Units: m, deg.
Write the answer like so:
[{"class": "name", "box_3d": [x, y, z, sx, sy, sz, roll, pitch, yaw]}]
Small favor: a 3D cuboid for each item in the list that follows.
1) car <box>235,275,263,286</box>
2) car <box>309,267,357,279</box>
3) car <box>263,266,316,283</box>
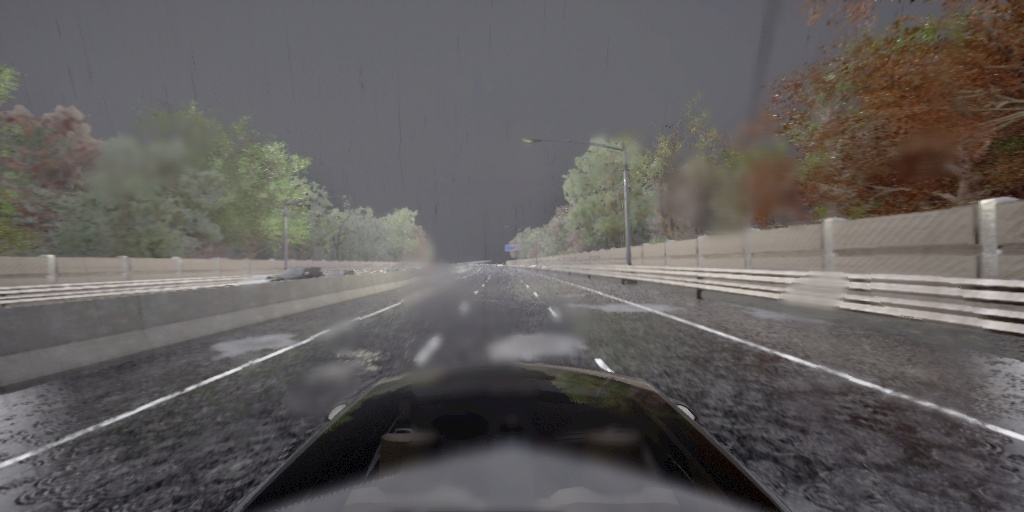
[{"class": "car", "box_3d": [-21.790, 2.364, 31.145, 1.812, 1.442, 4.674, -2, -1, -2]}, {"class": "car", "box_3d": [-14.771, 1.958, 30.519, 2.097, 1.767, 4.553, -2, -1, -2]}, {"class": "car", "box_3d": [-18.293, 1.945, 30.856, 2.150, 2.045, 5.566, -2, -1, -2]}]
